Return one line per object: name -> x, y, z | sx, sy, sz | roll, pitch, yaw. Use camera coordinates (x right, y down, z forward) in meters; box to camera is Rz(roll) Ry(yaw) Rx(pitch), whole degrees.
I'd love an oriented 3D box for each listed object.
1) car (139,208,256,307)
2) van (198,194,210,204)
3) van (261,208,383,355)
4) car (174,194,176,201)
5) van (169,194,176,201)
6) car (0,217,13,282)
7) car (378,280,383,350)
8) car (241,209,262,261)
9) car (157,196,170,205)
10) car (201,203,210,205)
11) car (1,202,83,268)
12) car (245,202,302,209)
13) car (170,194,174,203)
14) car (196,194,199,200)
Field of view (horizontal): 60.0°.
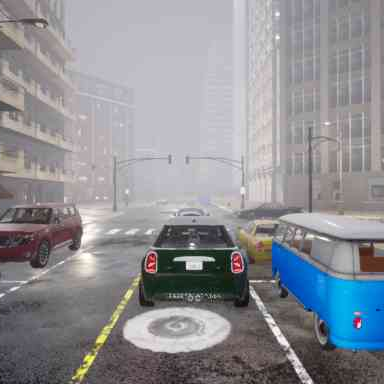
car -> 0.049, 1.355, 8.147 | 2.097, 1.767, 4.553 | 0, 0, 0
van -> 2.460, 1.429, 60.458 | 1.690, 1.788, 3.998 | 0, 0, 0
van -> 2.561, 1.343, 5.927 | 1.690, 1.788, 3.998 | 0, 0, 0
car -> -5.452, 1.705, 77.101 | 1.947, 1.339, 4.313 | 0, 0, 0
van -> -5.481, 1.541, 93.757 | 1.690, 1.788, 3.998 | 0, 0, 0
car -> -5.320, 1.442, 5.906 | 1.967, 1.590, 4.097 | 0, 0, 0
car -> 2.569, 1.526, 0.563 | 1.752, 1.417, 4.829 | 0, 0, 0
car -> 2.549, 1.531, 11.633 | 1.752, 1.417, 4.829 | 0, 0, 0
car -> -5.421, 1.612, 60.273 | 1.752, 1.417, 4.829 | 0, 0, 0
car -> -0.031, 1.536, 17.190 | 1.812, 1.442, 4.674 | 0, 0, 0
car -> -5.329, 1.320, 11.442 | 2.192, 1.841, 5.009 | 0, 0, 0
car -> 5.923, 1.490, 25.870 | 5.357, 1.411, 2.033 | -1, 0, -7
car -> -5.441, 1.561, 71.549 | 1.967, 1.590, 4.097 | 0, 0, 0
car -> 2.418, 1.703, 82.667 | 1.887, 1.381, 4.507 | 0, 0, 0
